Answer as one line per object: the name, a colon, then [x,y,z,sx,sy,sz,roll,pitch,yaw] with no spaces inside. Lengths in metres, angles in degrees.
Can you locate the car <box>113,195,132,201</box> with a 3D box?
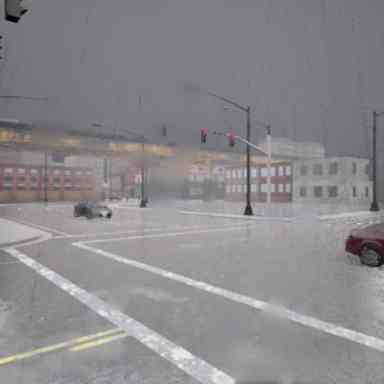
car: [-18.784,1.649,92.927,4.974,1.542,2.038,0,0,22]

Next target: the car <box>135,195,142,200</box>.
car: [-15.067,1.502,93.216,1.853,1.218,4.536,0,0,-8]

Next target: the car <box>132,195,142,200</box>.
car: [-15.060,1.659,93.164,2.038,1.542,4.974,0,0,-8]

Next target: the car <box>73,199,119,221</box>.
car: [-8.454,1.546,28.176,2.128,1.511,4.902,0,0,-39]

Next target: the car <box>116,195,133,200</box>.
car: [-18.832,1.491,92.947,4.536,1.218,1.853,0,0,22]

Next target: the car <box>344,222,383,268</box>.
car: [6.808,1.545,9.452,1.812,1.442,4.674,0,0,-39]
